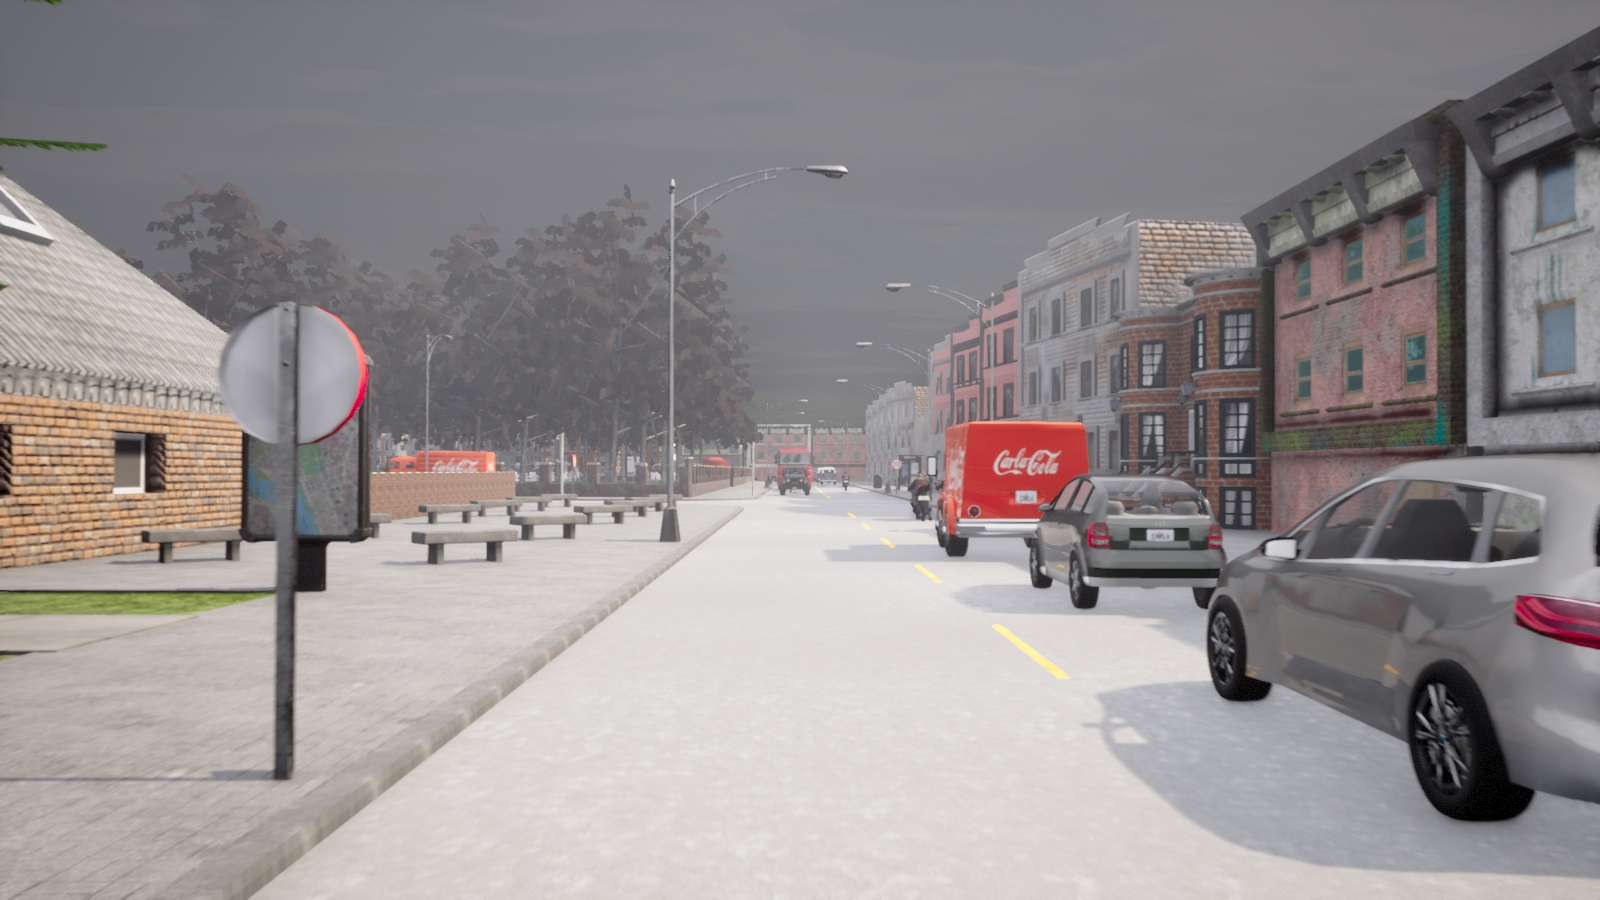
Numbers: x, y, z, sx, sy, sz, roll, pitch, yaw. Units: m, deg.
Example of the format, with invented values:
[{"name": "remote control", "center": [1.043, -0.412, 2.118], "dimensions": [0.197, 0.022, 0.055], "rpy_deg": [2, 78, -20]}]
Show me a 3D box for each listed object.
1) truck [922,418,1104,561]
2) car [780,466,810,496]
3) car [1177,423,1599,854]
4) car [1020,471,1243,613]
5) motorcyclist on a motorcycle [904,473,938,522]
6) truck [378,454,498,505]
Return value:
[{"name": "truck", "center": [3.938, 0.720, 24.378], "dimensions": [2.627, 2.467, 5.204], "rpy_deg": [0, -1, 0]}, {"name": "car", "center": [-0.308, 1.979, 81.655], "dimensions": [1.905, 1.878, 3.866], "rpy_deg": [0, -1, 0]}, {"name": "car", "center": [3.982, 0.763, 7.178], "dimensions": [2.242, 1.667, 4.611], "rpy_deg": [0, -1, 0]}, {"name": "car", "center": [3.961, 1.039, 15.624], "dimensions": [1.789, 1.549, 3.705], "rpy_deg": [0, -1, 0]}, {"name": "motorcyclist on a motorcycle", "center": [3.882, 1.510, 40.382], "dimensions": [0.866, 1.530, 2.191], "rpy_deg": [0, -1, 0]}, {"name": "truck", "center": [-17.877, 1.442, 62.261], "dimensions": [5.204, 2.467, 2.627], "rpy_deg": [0, -1, -1]}]
